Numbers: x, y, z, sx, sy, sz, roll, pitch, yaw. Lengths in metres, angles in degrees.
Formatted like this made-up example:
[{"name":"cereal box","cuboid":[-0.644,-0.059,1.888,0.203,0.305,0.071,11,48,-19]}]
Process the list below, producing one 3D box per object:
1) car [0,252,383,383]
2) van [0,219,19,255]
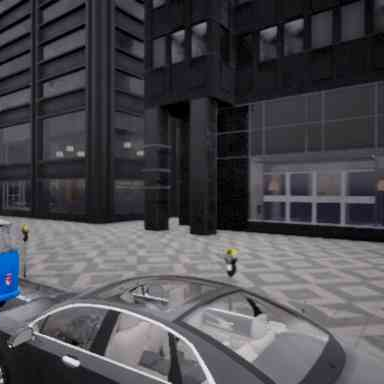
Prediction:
[{"name":"car","cuboid":[-0.498,1.548,3.318,4.403,1.369,2.008,0,0,36]},{"name":"van","cuboid":[-5.086,1.332,6.591,3.998,1.788,1.690,0,0,36]}]
